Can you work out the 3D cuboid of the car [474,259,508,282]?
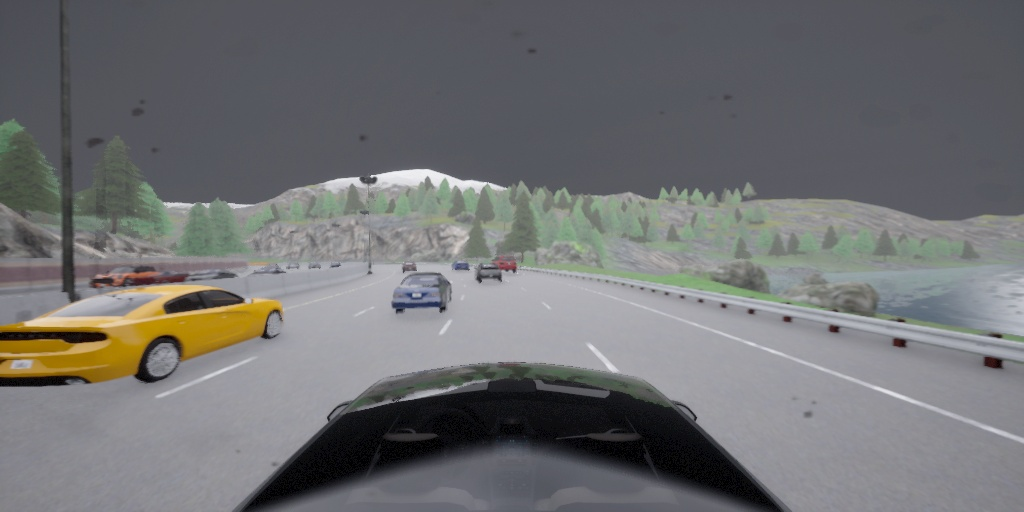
[{"bbox_3d":[-2.019,1.279,29.230,2.128,1.511,4.902,-1,0,-10],"label":"car"}]

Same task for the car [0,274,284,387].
[{"bbox_3d":[-6.850,1.337,7.400,1.882,1.535,5.008,0,0,-3],"label":"car"}]

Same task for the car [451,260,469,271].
[{"bbox_3d":[-7.570,1.358,52.062,1.882,1.535,5.008,0,0,-19],"label":"car"}]

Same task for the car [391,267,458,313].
[{"bbox_3d":[-3.454,1.355,14.422,2.033,1.411,5.357,-1,0,-6],"label":"car"}]

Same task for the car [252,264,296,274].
[{"bbox_3d":[-20.282,1.642,29.991,1.994,1.385,4.181,-1,0,-11],"label":"car"}]

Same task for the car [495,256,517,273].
[{"bbox_3d":[-1.056,0.997,42.717,2.150,2.045,5.566,0,0,-16],"label":"car"}]

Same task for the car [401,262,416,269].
[{"bbox_3d":[-15.002,1.524,52.199,1.812,1.442,4.674,0,0,-20],"label":"car"}]

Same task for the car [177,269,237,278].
[{"bbox_3d":[-23.512,1.693,28.273,1.994,1.385,4.181,-1,0,-11],"label":"car"}]

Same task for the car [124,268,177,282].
[{"bbox_3d":[-27.025,1.784,28.122,1.895,1.301,4.718,-1,0,-11],"label":"car"}]

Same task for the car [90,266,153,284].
[{"bbox_3d":[-30.742,1.595,28.741,2.097,1.767,4.553,-1,0,-11],"label":"car"}]
